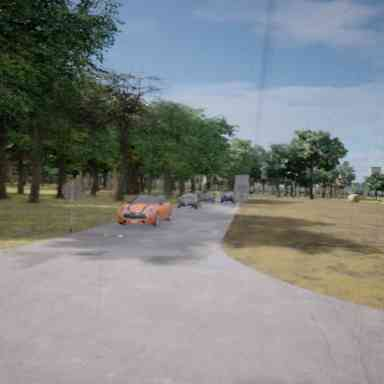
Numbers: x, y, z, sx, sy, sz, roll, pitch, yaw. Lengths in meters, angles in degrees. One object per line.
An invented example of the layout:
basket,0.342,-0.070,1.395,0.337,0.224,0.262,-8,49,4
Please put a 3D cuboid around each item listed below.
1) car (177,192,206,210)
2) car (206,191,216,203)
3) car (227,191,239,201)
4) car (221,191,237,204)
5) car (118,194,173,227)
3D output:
car,-0.141,0.874,33.053,1.837,1.490,4.892,2,1,10
car,2.263,0.706,46.701,1.837,1.490,4.892,2,1,10
car,7.284,0.681,59.006,1.837,1.490,4.892,2,1,10
car,5.261,0.640,46.921,2.097,1.767,4.553,2,1,10
car,-2.561,0.906,19.212,2.097,1.767,4.553,2,1,10
